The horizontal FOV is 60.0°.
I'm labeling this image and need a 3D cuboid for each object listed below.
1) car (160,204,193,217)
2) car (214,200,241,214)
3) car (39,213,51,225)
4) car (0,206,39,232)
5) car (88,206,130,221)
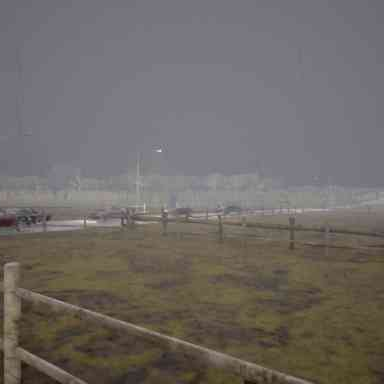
[{"bbox_3d":[-1.826,2.175,40.404,2.128,1.511,4.902,1,-1,35],"label":"car"},{"bbox_3d":[5.489,2.229,50.686,2.150,2.045,5.566,1,0,36],"label":"car"},{"bbox_3d":[-13.031,1.844,24.504,1.895,1.301,4.718,1,-1,35],"label":"car"},{"bbox_3d":[-12.408,1.580,20.563,2.097,1.767,4.553,1,-1,40],"label":"car"},{"bbox_3d":[-7.803,2.003,31.935,1.994,1.385,4.181,1,-1,35],"label":"car"}]
